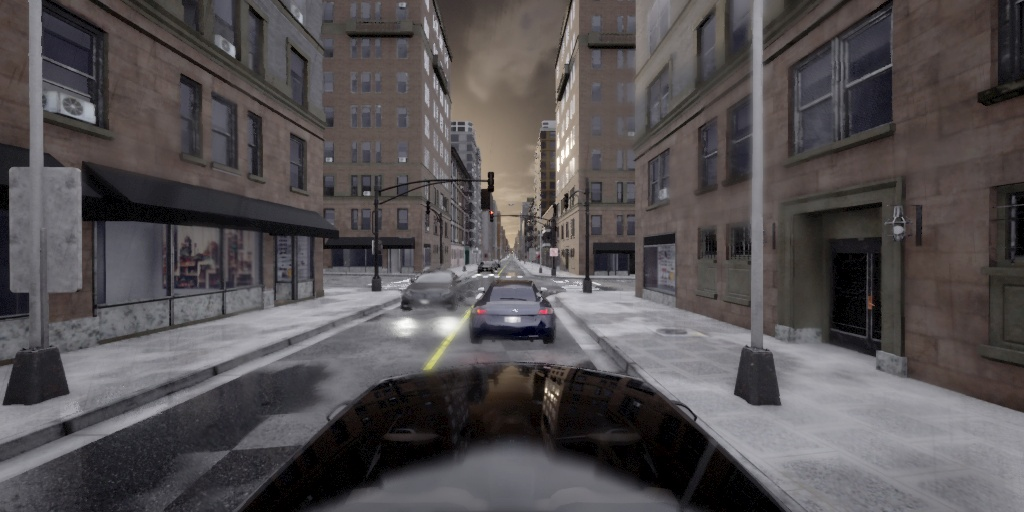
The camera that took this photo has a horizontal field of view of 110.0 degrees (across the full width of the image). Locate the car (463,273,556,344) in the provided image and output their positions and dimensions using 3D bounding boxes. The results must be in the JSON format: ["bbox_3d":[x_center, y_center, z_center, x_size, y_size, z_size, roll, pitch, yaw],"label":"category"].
[{"bbox_3d":[0.016,1.315,9.587,1.994,1.385,4.181,0,0,0],"label":"car"}]

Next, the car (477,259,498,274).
[{"bbox_3d":[-3.067,1.308,43.031,1.837,1.490,4.892,0,0,0],"label":"car"}]

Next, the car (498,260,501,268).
[{"bbox_3d":[-3.061,1.370,52.854,2.033,1.411,5.357,0,0,0],"label":"car"}]

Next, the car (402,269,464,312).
[{"bbox_3d":[-2.954,1.280,14.373,1.812,1.442,4.674,0,0,-1],"label":"car"}]
